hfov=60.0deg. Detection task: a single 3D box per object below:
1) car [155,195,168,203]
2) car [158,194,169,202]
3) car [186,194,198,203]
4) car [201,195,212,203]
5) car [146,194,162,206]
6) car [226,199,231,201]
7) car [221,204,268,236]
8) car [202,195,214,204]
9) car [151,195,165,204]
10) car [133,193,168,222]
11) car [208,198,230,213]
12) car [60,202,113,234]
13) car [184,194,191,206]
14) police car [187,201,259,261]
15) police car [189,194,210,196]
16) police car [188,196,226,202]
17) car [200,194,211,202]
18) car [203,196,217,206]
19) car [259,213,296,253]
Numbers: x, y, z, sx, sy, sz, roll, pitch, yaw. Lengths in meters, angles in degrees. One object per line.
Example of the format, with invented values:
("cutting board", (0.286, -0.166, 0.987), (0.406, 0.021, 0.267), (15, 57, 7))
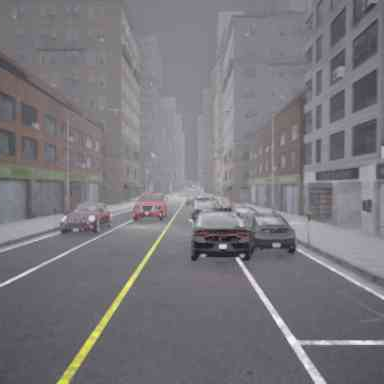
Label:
("car", (-5.780, 1.265, 62.550), (2.008, 1.369, 4.403), (-1, 0, 0))
("car", (-5.780, 1.236, 68.056), (1.887, 1.381, 4.507), (-1, 0, 0))
("car", (-0.007, 1.206, 62.414), (2.128, 1.511, 4.902), (0, 0, 0))
("car", (2.745, 1.258, 62.551), (1.887, 1.381, 4.507), (-1, 0, 0))
("car", (-5.780, 1.200, 51.539), (1.967, 1.590, 4.097), (-1, 0, 0))
("car", (2.747, 1.296, 29.520), (1.967, 1.590, 4.097), (-1, 0, 0))
("car", (2.749, 1.452, 18.510), (1.887, 1.381, 4.507), (-1, 0, 0))
("car", (2.746, 1.281, 57.045), (1.887, 1.381, 4.507), (-1, 0, 0))
("car", (-5.779, 1.302, 57.045), (1.947, 1.339, 4.313), (-1, 0, 0))
("car", (-3.101, 1.095, 25.633), (2.150, 2.045, 5.566), (0, 0, 0))
("car", (2.748, 1.376, 35.025), (1.887, 1.381, 4.507), (-1, 0, 0))
("car", (-5.777, 1.348, 18.509), (1.967, 1.590, 4.097), (-1, 0, 0))
("car", (0.002, 1.299, 48.184), (1.812, 1.442, 4.674), (0, 0, 0))
("police car", (0.898, 1.363, 12.215), (1.930, 1.638, 5.238), (0, 0, 0))
("police car", (0.896, 1.287, 28.216), (1.930, 1.638, 5.238), (0, 0, 0))
("police car", (0.893, 1.315, 22.216), (1.930, 1.638, 5.238), (0, 0, 0))
("car", (2.745, 1.236, 68.056), (1.887, 1.381, 4.507), (-1, 0, 0))
("car", (2.746, 1.325, 51.541), (1.947, 1.339, 4.313), (-1, 0, 0))
("car", (2.750, 1.484, 13.005), (2.008, 1.369, 4.403), (-1, 0, 0))
